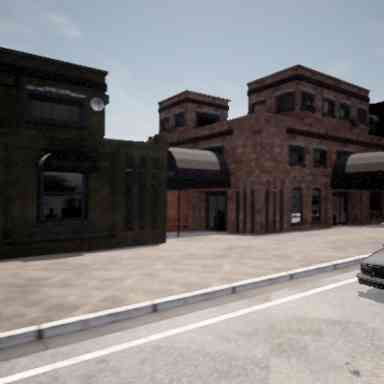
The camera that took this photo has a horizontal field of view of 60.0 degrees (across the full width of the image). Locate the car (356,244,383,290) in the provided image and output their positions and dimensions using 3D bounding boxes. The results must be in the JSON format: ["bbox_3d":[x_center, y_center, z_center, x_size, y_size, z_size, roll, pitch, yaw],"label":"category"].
[{"bbox_3d":[6.218,1.548,8.119,5.357,1.411,2.033,0,0,-35],"label":"car"}]
